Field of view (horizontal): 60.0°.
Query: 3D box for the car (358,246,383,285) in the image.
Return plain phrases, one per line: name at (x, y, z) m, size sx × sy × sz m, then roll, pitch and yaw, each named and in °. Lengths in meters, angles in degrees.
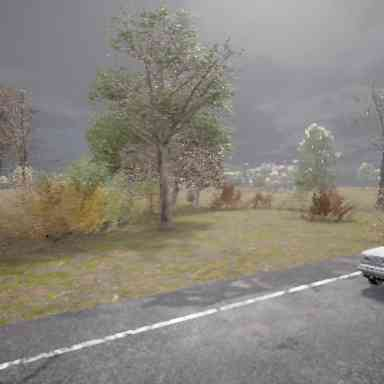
car at (6.209, 1.603, 8.301) m, size 4.718 × 1.301 × 1.895 m, roll 0°, pitch 0°, yaw -35°
